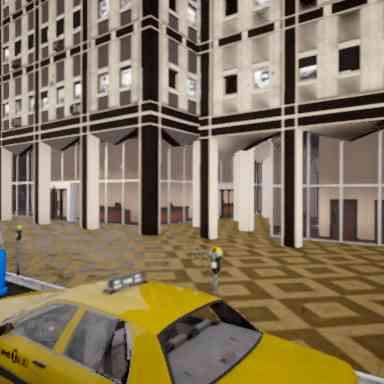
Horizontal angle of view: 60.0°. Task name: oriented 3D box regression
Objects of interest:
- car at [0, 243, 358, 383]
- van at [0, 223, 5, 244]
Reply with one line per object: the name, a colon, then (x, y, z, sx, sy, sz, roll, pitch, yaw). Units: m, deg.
car: (-0.885, 1.523, 3.506, 4.829, 1.417, 1.752, 0, 0, 36)
van: (-5.382, 1.333, 6.720, 3.998, 1.788, 1.690, 0, 0, 36)
